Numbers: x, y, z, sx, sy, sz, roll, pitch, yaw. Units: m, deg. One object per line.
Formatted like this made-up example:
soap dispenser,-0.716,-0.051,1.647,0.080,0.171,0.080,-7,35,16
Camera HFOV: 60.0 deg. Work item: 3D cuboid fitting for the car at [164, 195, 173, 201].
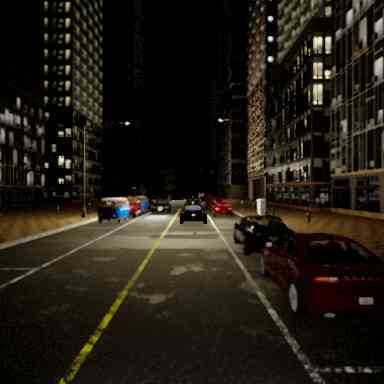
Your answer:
car,-5.697,1.481,81.053,1.947,1.339,4.313,0,0,0

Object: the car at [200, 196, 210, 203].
car,2.684,1.477,69.716,1.887,1.381,4.507,0,0,0

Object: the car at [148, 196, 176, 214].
car,-3.097,1.468,34.777,2.128,1.511,4.902,0,0,0

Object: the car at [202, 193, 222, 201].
car,2.686,1.284,41.374,2.192,1.841,5.009,0,0,0

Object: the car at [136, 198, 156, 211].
car,-5.694,1.514,41.374,1.887,1.381,4.507,0,0,0

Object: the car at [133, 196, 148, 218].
car,-5.694,1.297,30.038,2.192,1.841,5.009,0,0,0

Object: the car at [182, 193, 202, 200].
car,0.097,1.320,42.234,2.097,1.767,4.553,0,0,0

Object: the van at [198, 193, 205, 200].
van,2.683,1.231,92.391,1.690,1.788,3.998,0,0,0

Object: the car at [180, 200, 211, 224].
car,0.099,1.550,24.818,1.994,1.385,4.181,0,0,0

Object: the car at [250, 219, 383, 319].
car,2.689,1.542,7.366,1.887,1.381,4.507,0,0,0

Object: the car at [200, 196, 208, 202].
car,2.684,1.507,75.384,1.802,1.307,4.206,0,0,0

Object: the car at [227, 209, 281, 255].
car,2.688,1.561,13.034,1.947,1.339,4.313,0,0,0

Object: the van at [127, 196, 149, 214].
van,-5.694,1.317,35.706,1.690,1.788,3.998,0,0,0

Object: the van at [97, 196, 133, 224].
van,-5.693,1.328,24.370,1.690,1.788,3.998,0,0,0

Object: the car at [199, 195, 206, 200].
car,2.683,1.485,86.723,1.802,1.307,4.206,0,0,0

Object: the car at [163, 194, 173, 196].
car,-5.696,1.498,69.716,1.947,1.339,4.313,0,0,0

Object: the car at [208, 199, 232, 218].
car,2.687,1.564,30.038,1.802,1.307,4.206,0,0,0

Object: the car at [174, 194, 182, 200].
car,-3.006,1.244,76.081,1.882,1.535,5.008,0,0,0
